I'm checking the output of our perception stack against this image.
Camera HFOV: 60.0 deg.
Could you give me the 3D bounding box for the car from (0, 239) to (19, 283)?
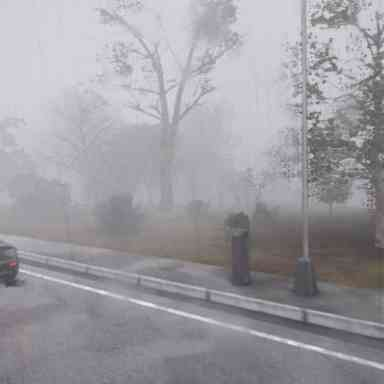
[{"bbox_3d":[-6.167,1.527,8.396,4.674,1.442,1.812,0,0,36],"label":"car"}]
